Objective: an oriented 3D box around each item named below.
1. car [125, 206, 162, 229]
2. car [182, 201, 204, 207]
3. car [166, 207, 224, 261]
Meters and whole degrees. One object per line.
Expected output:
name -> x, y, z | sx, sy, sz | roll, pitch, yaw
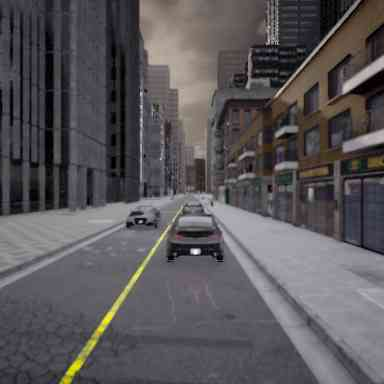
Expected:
car -> -3.085, 1.592, 21.954 | 1.994, 1.385, 4.181 | 0, 0, 0
car -> 0.115, 1.530, 30.452 | 2.128, 1.511, 4.902 | 0, 0, 0
car -> 0.107, 1.520, 12.292 | 1.837, 1.490, 4.892 | 0, 0, 0
